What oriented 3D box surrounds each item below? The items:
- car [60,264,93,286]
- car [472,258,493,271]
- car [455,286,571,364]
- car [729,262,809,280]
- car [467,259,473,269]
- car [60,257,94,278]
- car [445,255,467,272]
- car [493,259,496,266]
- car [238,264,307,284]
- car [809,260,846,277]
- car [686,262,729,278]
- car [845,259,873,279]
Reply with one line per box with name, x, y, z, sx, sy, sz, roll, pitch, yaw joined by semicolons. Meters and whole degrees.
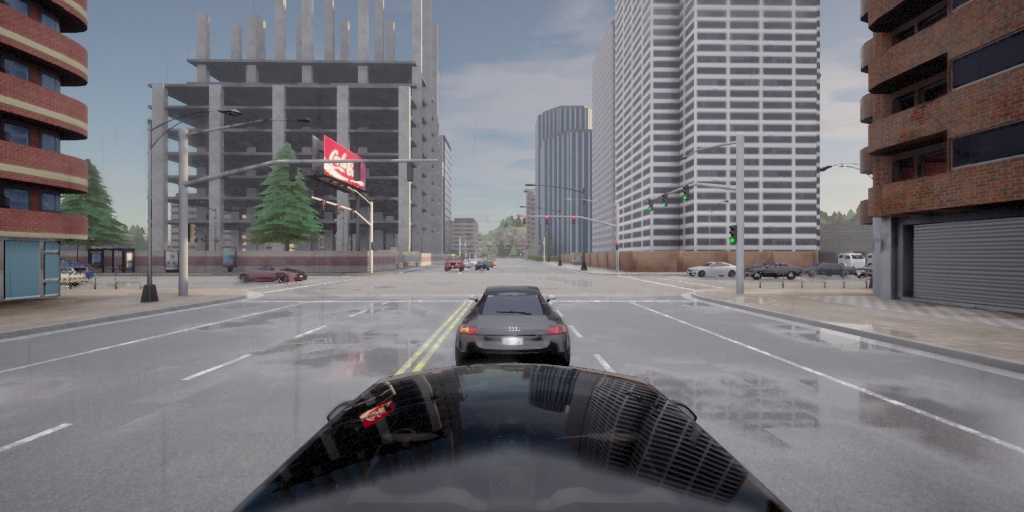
car;-30.096;1.351;22.636;4.718;1.301;1.895;0;0;-1
car;-4.058;1.351;50.046;1.895;1.301;4.718;0;0;-1
car;0.010;1.314;7.664;1.994;1.385;4.181;0;0;0
car;21.847;1.241;30.615;4.902;1.511;2.128;0;0;-1
car;-7.617;1.276;57.272;1.812;1.442;4.674;0;0;0
car;-34.085;0.970;26.077;5.566;2.045;2.150;0;0;-1
car;-7.568;0.971;47.595;2.150;2.045;5.566;0;0;-4
car;-4.135;1.314;59.971;1.994;1.385;4.181;0;0;0
car;-17.492;1.313;26.325;4.181;1.385;1.994;0;0;-1
car;29.664;1.297;34.226;5.357;1.411;2.033;0;0;-1
car;19.082;1.276;34.055;4.674;1.442;1.812;0;0;-1
car;32.221;1.242;30.755;4.902;1.511;2.128;0;0;-1
